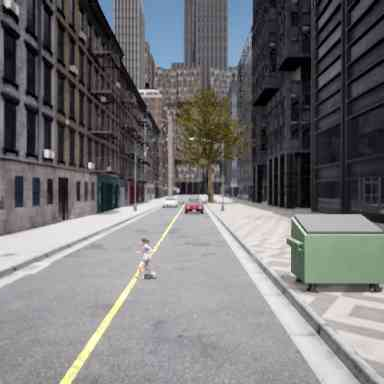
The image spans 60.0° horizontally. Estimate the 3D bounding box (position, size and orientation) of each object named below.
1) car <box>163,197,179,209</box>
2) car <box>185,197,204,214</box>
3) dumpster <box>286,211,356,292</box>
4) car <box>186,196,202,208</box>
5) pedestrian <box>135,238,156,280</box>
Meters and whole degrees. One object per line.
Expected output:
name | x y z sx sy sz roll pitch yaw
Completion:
car | -2.905 1.440 44.986 1.812 1.442 4.674 0 0 0
car | 0.236 1.539 34.880 1.895 1.301 4.718 0 0 0
dumpster | 3.171 1.385 8.425 1.020 1.700 1.940 0 0 0
car | 0.270 1.401 46.634 2.128 1.511 4.902 0 0 1
pedestrian | -1.151 1.666 8.438 0.500 1.100 0.500 0 0 -15
